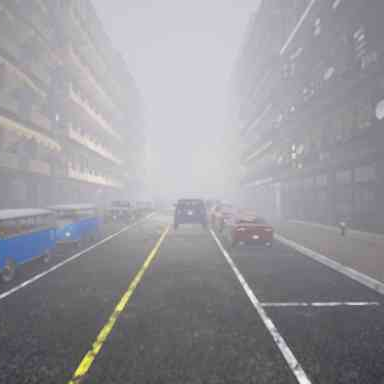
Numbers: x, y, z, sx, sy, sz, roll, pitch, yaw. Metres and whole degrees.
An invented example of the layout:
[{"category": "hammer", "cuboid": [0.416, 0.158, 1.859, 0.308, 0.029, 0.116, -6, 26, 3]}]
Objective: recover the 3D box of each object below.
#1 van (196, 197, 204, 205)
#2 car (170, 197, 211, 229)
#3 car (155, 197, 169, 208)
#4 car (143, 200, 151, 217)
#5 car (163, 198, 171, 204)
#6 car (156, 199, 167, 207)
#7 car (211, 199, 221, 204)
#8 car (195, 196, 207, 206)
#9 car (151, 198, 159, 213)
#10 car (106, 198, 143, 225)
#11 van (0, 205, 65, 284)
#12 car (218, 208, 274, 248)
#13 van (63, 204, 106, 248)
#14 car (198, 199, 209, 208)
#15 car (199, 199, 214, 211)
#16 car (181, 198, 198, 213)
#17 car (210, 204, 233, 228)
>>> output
[{"category": "van", "cuboid": [1.832, 1.959, 75.969, 1.690, 1.788, 3.998, 1, -1, -1]}, {"category": "car", "cuboid": [-0.115, 1.379, 22.788, 2.150, 2.045, 5.566, 0, 0, 0]}, {"category": "car", "cuboid": [-5.853, 1.783, 59.355, 2.192, 1.841, 5.009, 1, -1, -1]}, {"category": "car", "cuboid": [-5.586, 1.547, 31.705, 2.192, 1.841, 5.009, 1, 0, -1]}, {"category": "car", "cuboid": [-6.072, 2.274, 81.476, 1.802, 1.307, 4.206, 1, -1, -1]}, {"category": "car", "cuboid": [-5.912, 2.066, 64.884, 1.887, 1.381, 4.507, 1, -1, -1]}, {"category": "car", "cuboid": [2.352, 1.615, 26.190, 1.967, 1.590, 4.097, 1, 0, -1]}, {"category": "car", "cuboid": [1.886, 1.875, 70.438, 2.192, 1.841, 5.009, 1, -1, -1]}, {"category": "car", "cuboid": [-5.699, 1.886, 42.765, 1.947, 1.339, 4.313, 1, 0, -1]}, {"category": "car", "cuboid": [-5.533, 1.505, 26.176, 2.192, 1.841, 5.009, 1, 0, -1]}, {"category": "van", "cuboid": [-5.373, 1.413, 9.584, 1.690, 1.788, 3.998, 1, 0, -1]}, {"category": "car", "cuboid": [2.449, 1.639, 15.128, 1.887, 1.381, 4.507, 1, 0, -1]}, {"category": "van", "cuboid": [-5.427, 1.451, 15.115, 1.690, 1.788, 3.998, 1, 0, -1]}, {"category": "car", "cuboid": [1.988, 2.034, 59.374, 1.802, 1.307, 4.206, 1, -1, -1]}, {"category": "car", "cuboid": [2.097, 1.793, 48.313, 1.967, 1.590, 4.097, 1, -1, -1]}, {"category": "car", "cuboid": [-0.299, 1.656, 42.092, 2.097, 1.767, 4.553, 0, 0, -1]}, {"category": "car", "cuboid": [2.396, 1.679, 20.658, 1.887, 1.381, 4.507, 1, 0, -1]}]
